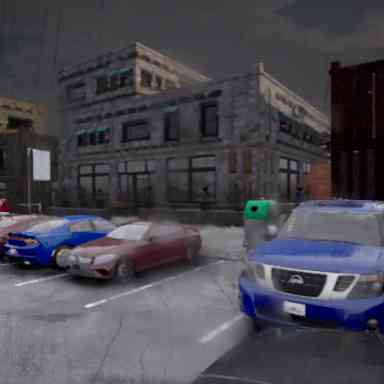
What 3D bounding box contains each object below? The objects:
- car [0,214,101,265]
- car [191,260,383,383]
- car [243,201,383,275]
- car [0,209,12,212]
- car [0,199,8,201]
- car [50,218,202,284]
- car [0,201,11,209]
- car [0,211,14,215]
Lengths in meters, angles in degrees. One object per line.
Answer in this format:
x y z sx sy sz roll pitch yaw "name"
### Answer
-3.718 1.555 11.611 2.097 1.535 5.008 -1 0 36 "car"
2.409 1.540 1.660 5.357 1.411 2.033 -1 0 35 "car"
2.997 1.238 6.784 2.435 2.045 5.566 -1 0 36 "car"
-8.309 1.645 14.895 2.002 1.452 4.674 -1 0 36 "car"
-12.707 1.400 18.007 2.435 2.045 5.566 -1 0 36 "car"
-1.469 1.572 10.014 2.002 1.452 4.674 -1 0 36 "car"
-10.464 1.502 16.400 2.185 1.767 4.553 -1 0 36 "car"
-5.959 1.619 13.216 2.002 1.452 4.674 -1 0 36 "car"
